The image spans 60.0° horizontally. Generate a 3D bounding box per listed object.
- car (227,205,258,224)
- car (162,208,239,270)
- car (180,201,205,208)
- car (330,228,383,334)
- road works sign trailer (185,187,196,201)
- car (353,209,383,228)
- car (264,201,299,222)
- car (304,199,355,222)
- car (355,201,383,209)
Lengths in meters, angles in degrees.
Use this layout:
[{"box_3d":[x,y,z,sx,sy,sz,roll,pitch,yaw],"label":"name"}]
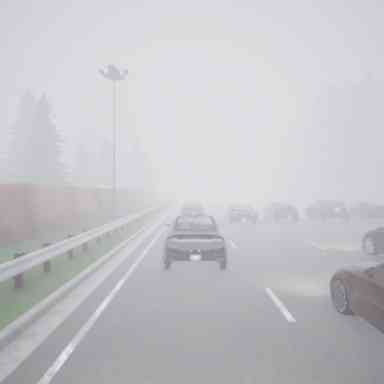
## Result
[{"box_3d":[3.566,1.603,24.959,1.895,1.301,4.718,0,0,0],"label":"car"},{"box_3d":[0.094,1.492,11.068,2.128,1.511,4.902,0,0,0],"label":"car"},{"box_3d":[0.049,1.480,28.112,1.882,1.535,5.008,0,0,0],"label":"car"},{"box_3d":[3.582,1.526,4.526,1.812,1.442,4.674,0,0,0],"label":"car"},{"box_3d":[-0.334,0.471,76.187,2.380,3.560,2.880,0,0,0],"label":"road works sign trailer"},{"box_3d":[7.094,1.507,10.128,1.837,1.490,4.892,0,0,0],"label":"car"},{"box_3d":[7.056,1.507,26.614,1.837,1.490,4.892,0,0,0],"label":"car"},{"box_3d":[10.557,1.355,26.294,2.097,1.767,4.553,0,0,0],"label":"car"},{"box_3d":[14.056,1.507,26.649,1.837,1.490,4.892,0,0,0],"label":"car"}]
